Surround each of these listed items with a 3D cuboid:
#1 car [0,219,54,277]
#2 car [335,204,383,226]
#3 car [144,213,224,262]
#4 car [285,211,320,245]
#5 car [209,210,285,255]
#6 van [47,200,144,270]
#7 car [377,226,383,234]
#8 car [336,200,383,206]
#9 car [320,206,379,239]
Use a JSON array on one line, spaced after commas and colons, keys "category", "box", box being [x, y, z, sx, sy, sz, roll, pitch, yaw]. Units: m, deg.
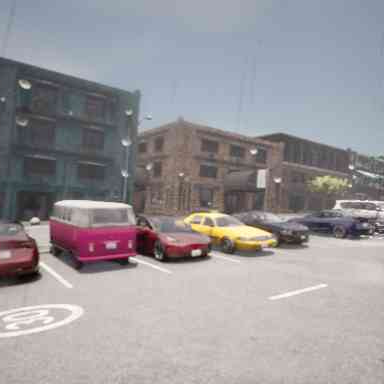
[{"category": "car", "box": [-5.832, 1.515, 9.702, 2.163, 1.488, 4.792, 1, -1, -36]}, {"category": "car", "box": [10.103, 1.808, 21.138, 2.231, 1.521, 4.892, 1, -1, -36]}, {"category": "car", "box": [-1.247, 1.602, 12.929, 2.163, 1.488, 4.792, 1, -1, -36]}, {"category": "car", "box": [3.281, 1.660, 16.230, 2.097, 1.535, 5.008, 1, -1, -36]}, {"category": "car", "box": [1.120, 1.613, 14.440, 1.946, 1.575, 5.366, 1, -1, -36]}, {"category": "van", "box": [-3.604, 1.303, 11.412, 1.878, 1.987, 4.442, 1, -1, -36]}, {"category": "car", "box": [7.293, 1.700, 9.256, 4.674, 1.442, 1.812, 1, 0, -36]}, {"category": "car", "box": [12.404, 1.608, 22.753, 2.435, 2.045, 5.566, 1, -1, -36]}, {"category": "car", "box": [7.817, 1.786, 19.524, 2.163, 1.488, 4.792, 1, -1, -36]}]
